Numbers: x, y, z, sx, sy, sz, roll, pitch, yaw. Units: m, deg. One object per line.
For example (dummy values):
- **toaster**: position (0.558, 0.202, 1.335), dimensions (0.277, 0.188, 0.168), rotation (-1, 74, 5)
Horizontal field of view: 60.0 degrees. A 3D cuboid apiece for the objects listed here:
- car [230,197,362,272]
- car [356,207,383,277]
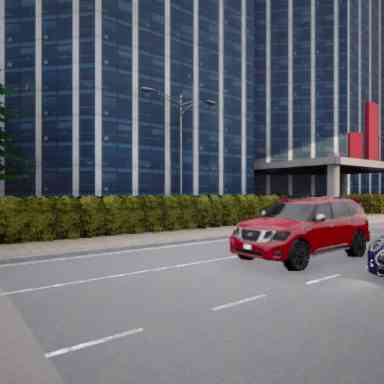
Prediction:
- **car**: position (3.817, 1.221, 11.216), dimensions (5.566, 2.045, 2.150), rotation (0, 0, -36)
- **car**: position (6.711, 1.351, 9.004), dimensions (4.553, 1.767, 2.097), rotation (0, 0, -37)
